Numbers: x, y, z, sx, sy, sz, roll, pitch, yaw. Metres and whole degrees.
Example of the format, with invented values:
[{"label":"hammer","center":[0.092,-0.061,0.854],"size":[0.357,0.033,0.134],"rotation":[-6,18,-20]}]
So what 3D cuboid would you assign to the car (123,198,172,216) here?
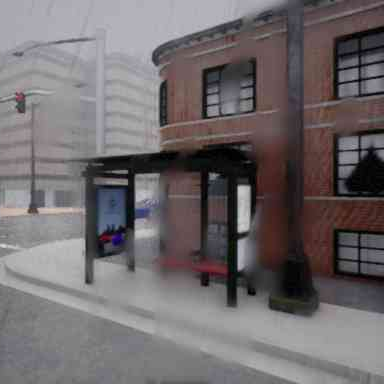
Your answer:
[{"label":"car","center":[-4.284,1.427,33.003],"size":[1.882,1.535,5.008],"rotation":[0,0,35]}]

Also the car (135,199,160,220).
[{"label":"car","center":[-4.952,1.436,25.771],"size":[1.882,1.535,5.008],"rotation":[0,0,36]}]
